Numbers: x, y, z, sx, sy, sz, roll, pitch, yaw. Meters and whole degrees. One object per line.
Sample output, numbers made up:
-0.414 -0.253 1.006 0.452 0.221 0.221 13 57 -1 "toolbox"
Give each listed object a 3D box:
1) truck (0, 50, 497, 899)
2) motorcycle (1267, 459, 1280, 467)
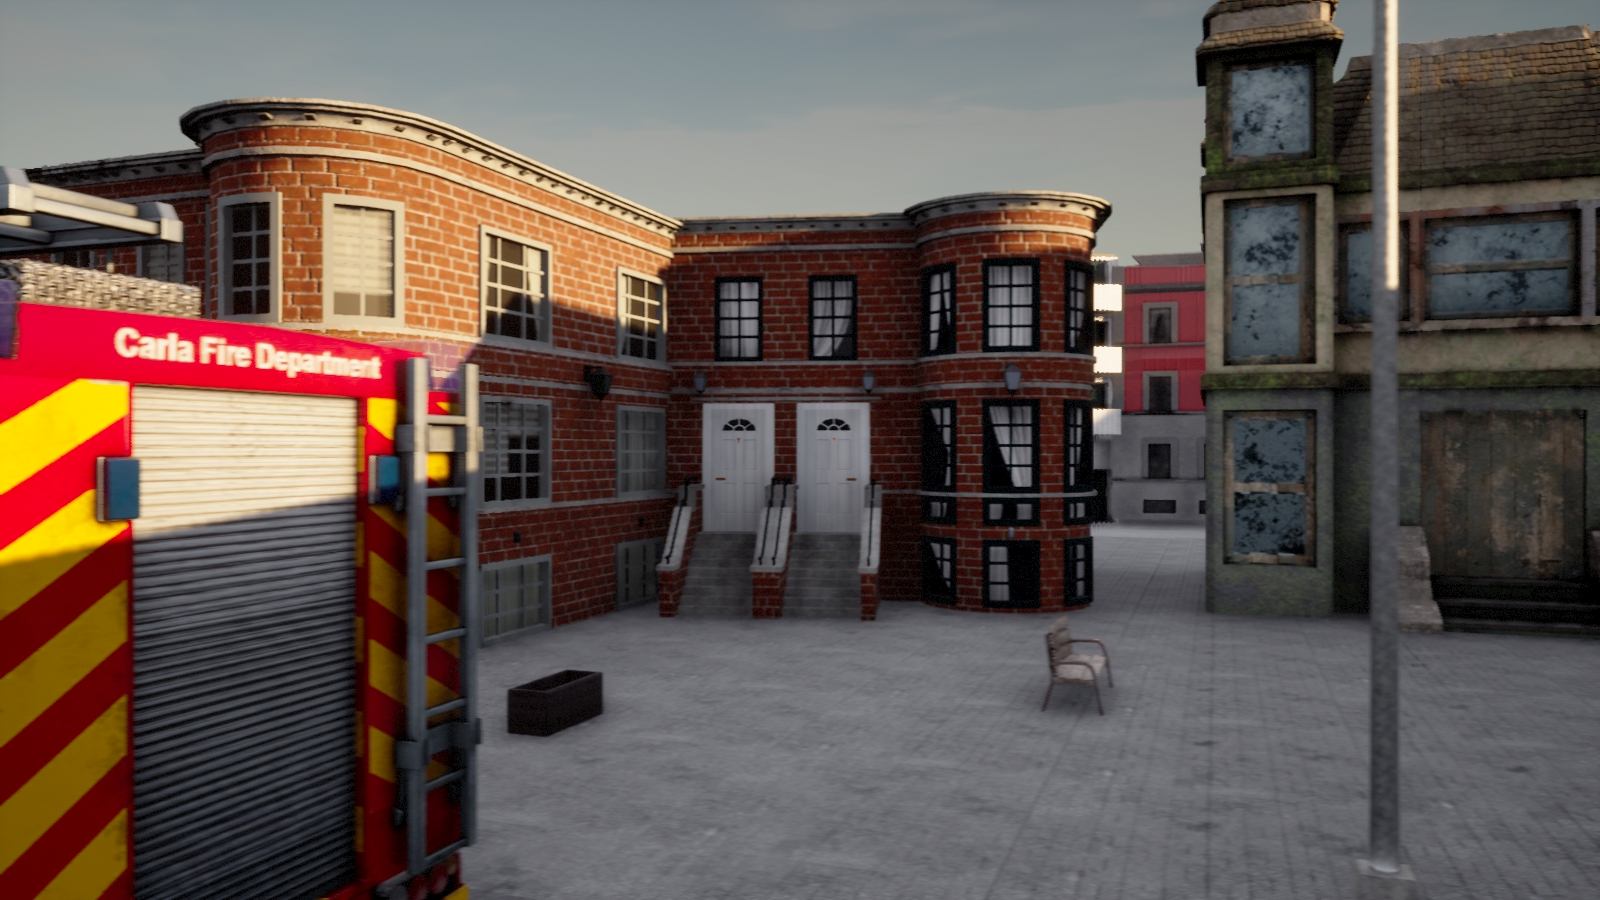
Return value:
-6.075 0.670 6.092 8.468 3.827 2.891 0 0 20 "truck"
72.749 1.962 175.550 1.805 1.236 0.856 0 0 20 "motorcycle"
